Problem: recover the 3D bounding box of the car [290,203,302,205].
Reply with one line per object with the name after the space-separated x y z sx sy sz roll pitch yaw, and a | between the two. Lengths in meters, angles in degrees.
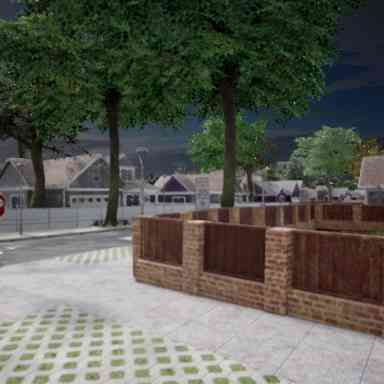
14.538 2.321 46.525 2.128 1.511 4.902 -1 -2 35 | car
